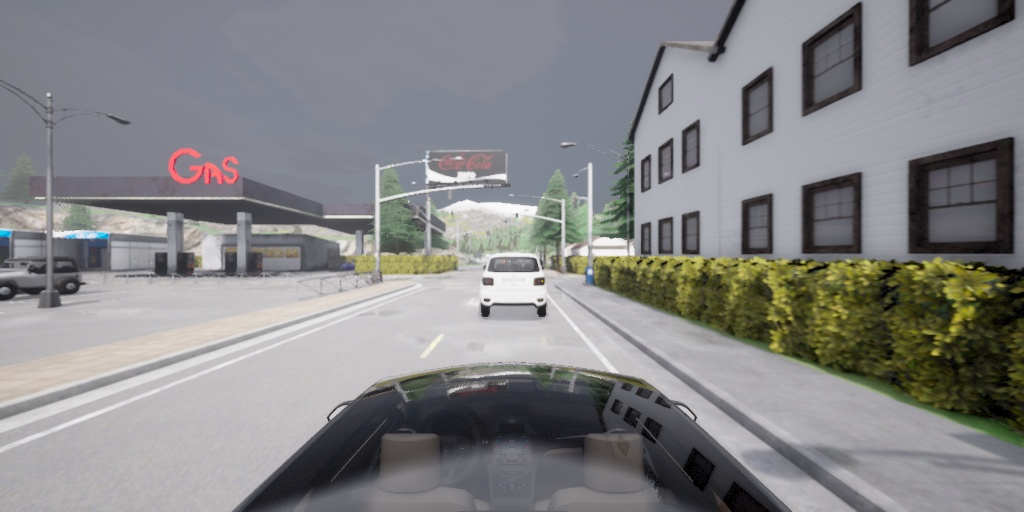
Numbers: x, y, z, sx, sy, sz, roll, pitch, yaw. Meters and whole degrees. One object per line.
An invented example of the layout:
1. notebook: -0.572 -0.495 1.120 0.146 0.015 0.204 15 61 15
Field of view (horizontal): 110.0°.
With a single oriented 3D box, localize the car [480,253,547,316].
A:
1. car: 0.061 0.936 13.370 2.150 2.045 5.566 0 0 0
